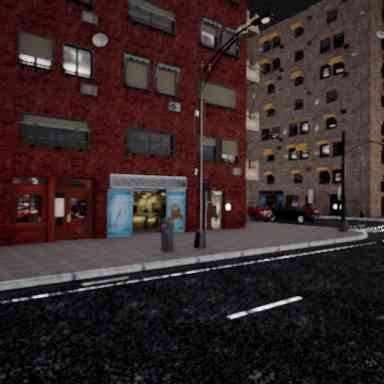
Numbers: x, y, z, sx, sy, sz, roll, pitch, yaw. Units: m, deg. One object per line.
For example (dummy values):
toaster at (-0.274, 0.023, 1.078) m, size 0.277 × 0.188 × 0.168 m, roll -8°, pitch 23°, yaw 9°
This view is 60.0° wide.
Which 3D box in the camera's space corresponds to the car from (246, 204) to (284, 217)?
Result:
car at (8.904, 2.226, 40.906) m, size 1.947 × 1.339 × 4.313 m, roll 0°, pitch -1°, yaw -37°

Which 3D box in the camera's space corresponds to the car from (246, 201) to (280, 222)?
car at (5.288, 1.823, 31.299) m, size 2.192 × 1.841 × 5.009 m, roll 0°, pitch -1°, yaw -37°

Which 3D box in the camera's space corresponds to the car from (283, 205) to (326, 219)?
car at (12.237, 2.172, 36.446) m, size 1.802 × 1.307 × 4.206 m, roll 0°, pitch -1°, yaw -37°

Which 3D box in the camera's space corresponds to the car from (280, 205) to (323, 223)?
car at (9.196, 1.976, 30.644) m, size 1.882 × 1.535 × 5.008 m, roll 1°, pitch -1°, yaw -37°
